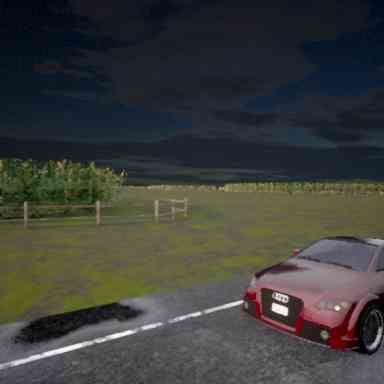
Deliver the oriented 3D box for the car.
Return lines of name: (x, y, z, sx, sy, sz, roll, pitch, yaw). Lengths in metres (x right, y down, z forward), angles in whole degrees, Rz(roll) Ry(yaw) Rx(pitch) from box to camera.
car: (2.921, 1.543, 6.073, 4.181, 1.385, 1.994, 0, 0, -35)
